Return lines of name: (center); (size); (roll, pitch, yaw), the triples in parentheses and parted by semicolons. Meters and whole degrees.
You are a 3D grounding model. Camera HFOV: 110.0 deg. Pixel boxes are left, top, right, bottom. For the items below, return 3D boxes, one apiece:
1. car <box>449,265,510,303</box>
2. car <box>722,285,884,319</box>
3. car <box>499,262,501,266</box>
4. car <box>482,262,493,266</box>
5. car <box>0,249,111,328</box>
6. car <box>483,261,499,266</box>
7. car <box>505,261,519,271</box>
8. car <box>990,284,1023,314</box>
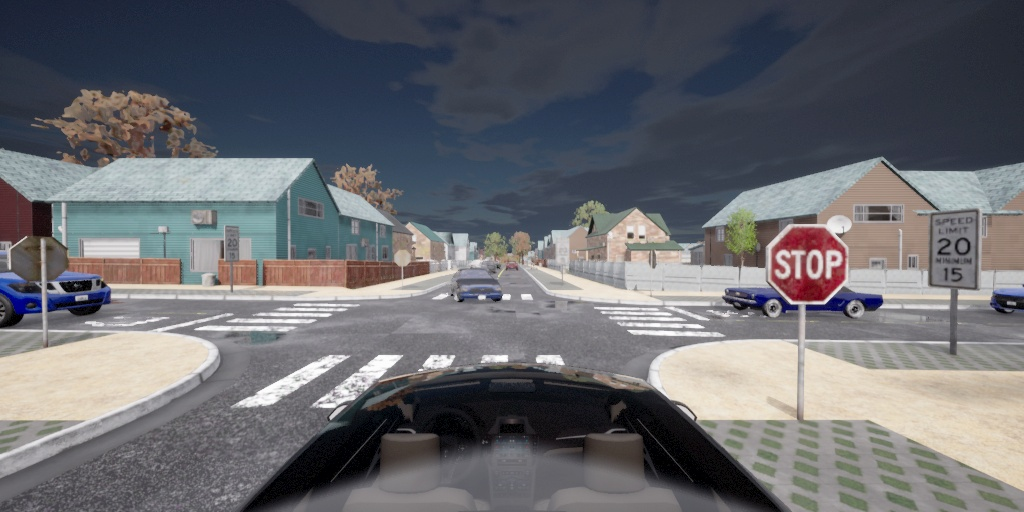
car: (-1.871, 1.291, 16.806); (2.033, 1.411, 5.357); (0, -1, -15)
car: (10.487, 1.498, 13.221); (4.718, 1.301, 1.895); (1, 1, -1)
car: (-2.768, 1.586, 58.738); (1.895, 1.301, 4.718); (0, -1, 0)
car: (-2.855, 1.401, 29.691); (1.895, 1.301, 4.718); (0, 0, 0)
car: (-15.119, 0.821, 10.282); (5.566, 2.045, 2.150); (1, 1, 0)
car: (-2.849, 1.371, 43.036); (1.837, 1.490, 4.892); (0, 0, 0)
car: (-0.009, 1.481, 55.155); (1.812, 1.442, 4.674); (0, 0, 0)
car: (20.991, 1.519, 13.262); (5.008, 1.535, 1.882); (1, 1, 0)
